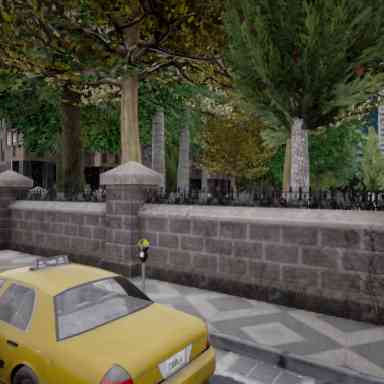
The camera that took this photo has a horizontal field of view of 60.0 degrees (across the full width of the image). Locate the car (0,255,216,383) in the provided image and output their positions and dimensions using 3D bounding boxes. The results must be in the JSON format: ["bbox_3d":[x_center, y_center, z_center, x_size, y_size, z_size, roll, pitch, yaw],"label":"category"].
[{"bbox_3d":[-2.027,1.525,4.404,4.829,1.417,1.752,0,0,35],"label":"car"}]
